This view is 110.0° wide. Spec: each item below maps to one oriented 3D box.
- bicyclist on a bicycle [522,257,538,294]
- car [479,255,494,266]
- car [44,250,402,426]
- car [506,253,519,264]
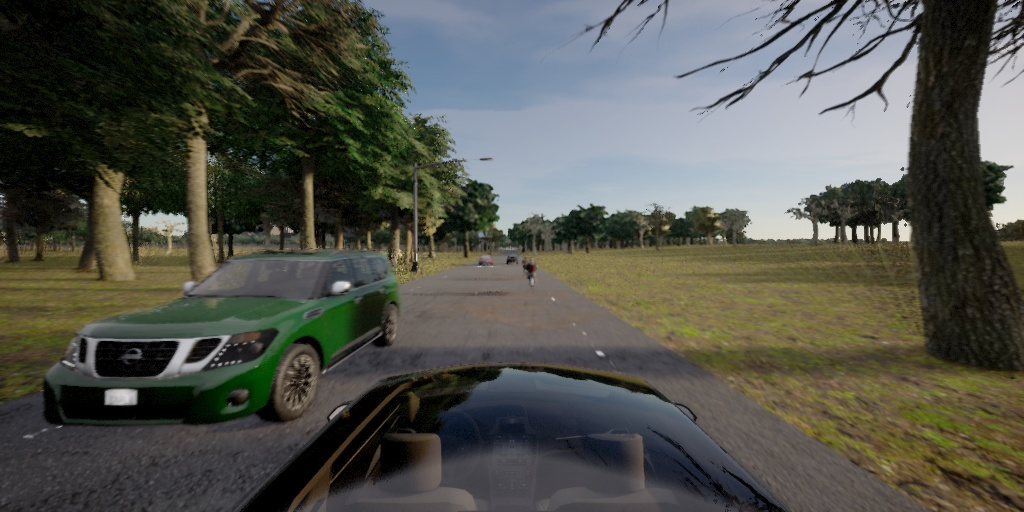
[{"bbox_3d":[0.962,0.918,17.454,0.659,1.776,1.843,0,1,0],"label":"bicyclist on a bicycle"},{"bbox_3d":[-3.536,0.585,49.594,1.812,1.442,4.674,0,1,0],"label":"car"},{"bbox_3d":[-3.599,0.917,6.061,2.150,2.045,5.566,0,1,0],"label":"car"},{"bbox_3d":[0.068,0.437,56.977,1.837,1.490,4.892,0,1,0],"label":"car"}]
